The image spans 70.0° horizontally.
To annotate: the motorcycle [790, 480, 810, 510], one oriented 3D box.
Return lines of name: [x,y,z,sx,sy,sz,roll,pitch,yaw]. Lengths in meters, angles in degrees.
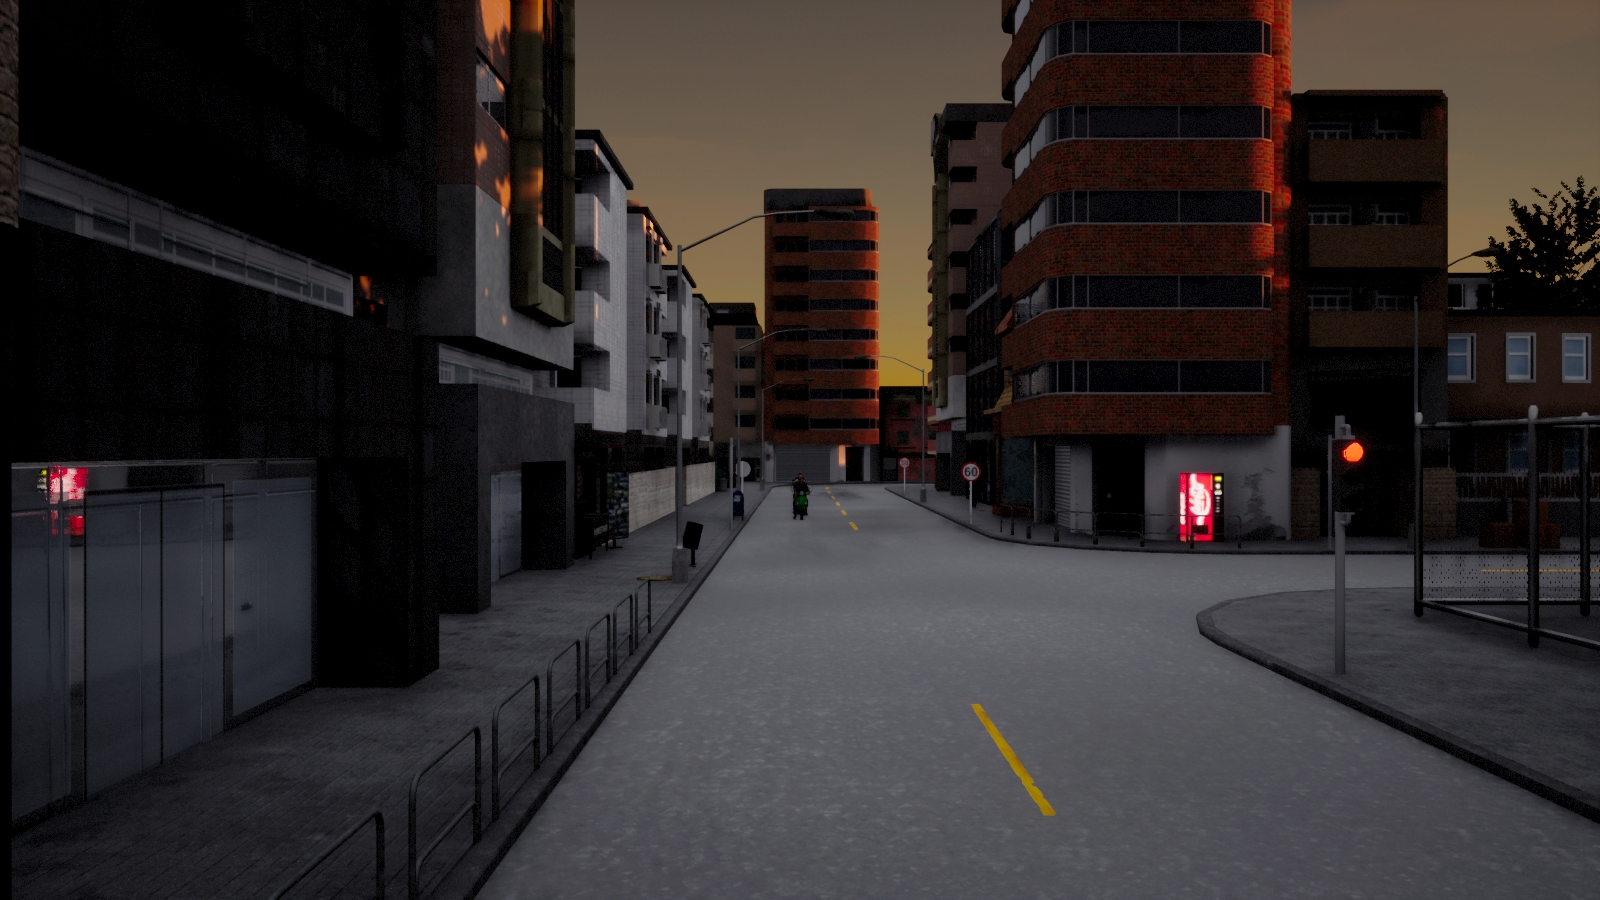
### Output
motorcycle: [0.019,1.970,50.389,0.856,1.236,1.805,0,0,0]

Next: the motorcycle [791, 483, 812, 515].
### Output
motorcycle: [0.063,1.970,46.521,0.856,1.236,1.805,0,0,0]
